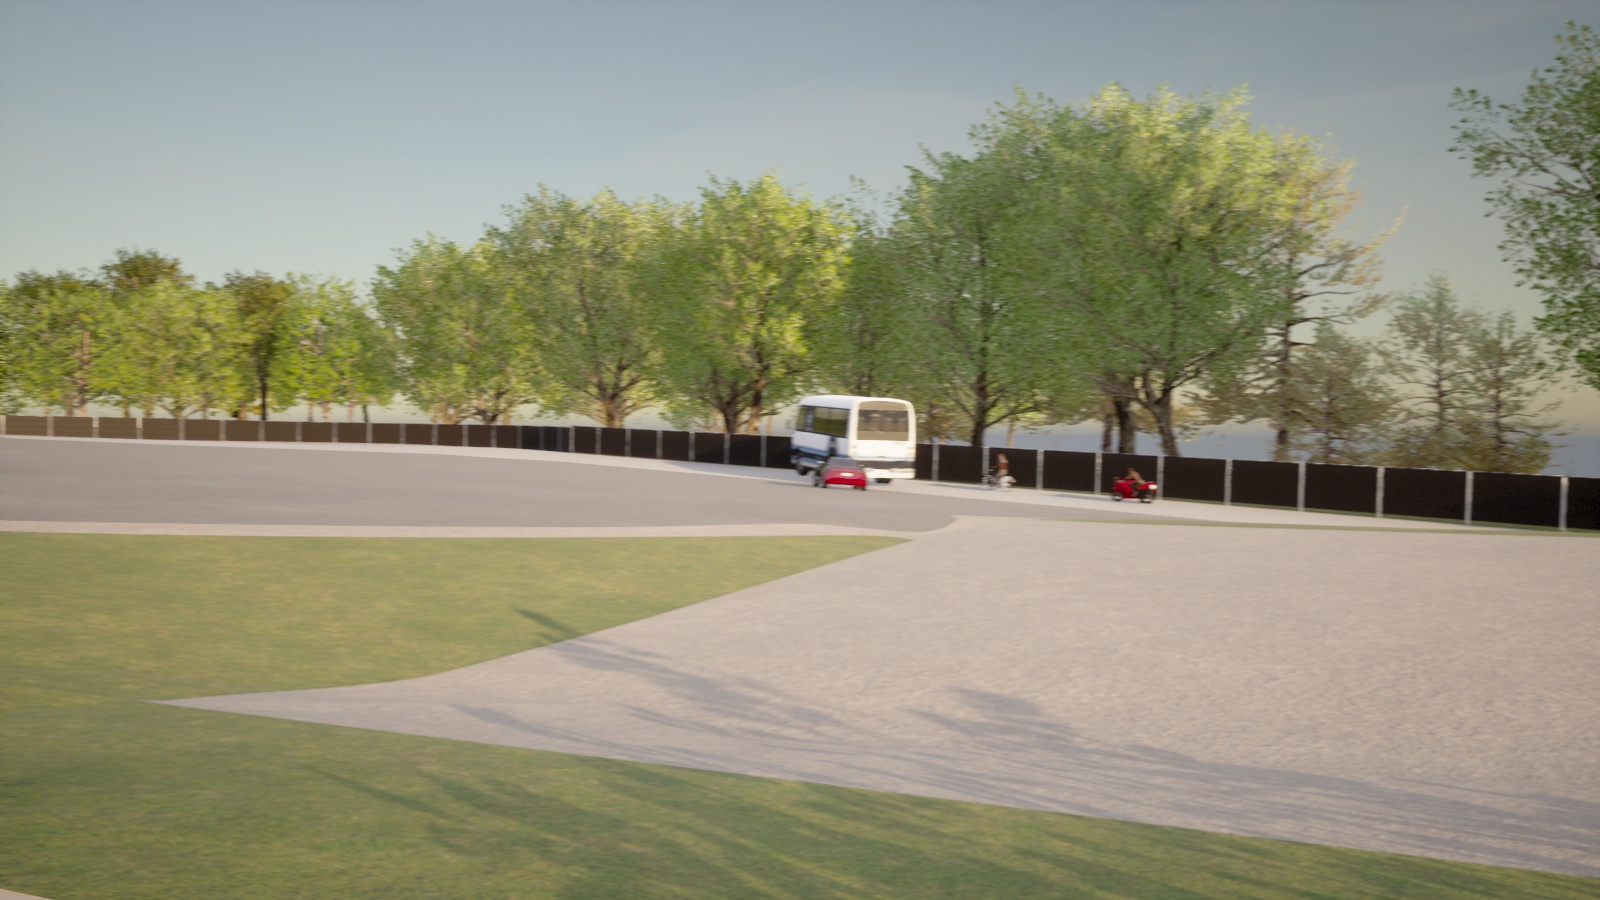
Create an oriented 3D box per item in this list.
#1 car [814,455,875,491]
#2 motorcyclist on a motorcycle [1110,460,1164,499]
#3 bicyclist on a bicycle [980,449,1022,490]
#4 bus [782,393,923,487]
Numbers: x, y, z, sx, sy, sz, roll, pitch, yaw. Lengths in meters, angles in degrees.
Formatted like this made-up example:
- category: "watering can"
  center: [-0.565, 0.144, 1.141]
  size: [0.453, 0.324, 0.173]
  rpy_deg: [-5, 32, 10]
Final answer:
- category: "car"
  center: [1.853, 0.953, 53.683]
  size: [1.994, 1.385, 4.181]
  rpy_deg: [3, -1, -6]
- category: "motorcyclist on a motorcycle"
  center: [14.217, 1.248, 53.037]
  size: [2.044, 1.523, 0.797]
  rpy_deg: [3, 3, 43]
- category: "bicyclist on a bicycle"
  center: [9.252, 0.892, 57.958]
  size: [0.659, 1.776, 1.843]
  rpy_deg: [-1, 3, -44]
- category: "bus"
  center: [2.422, -0.659, 63.688]
  size: [3.944, 4.253, 10.273]
  rpy_deg: [0, 3, -16]
